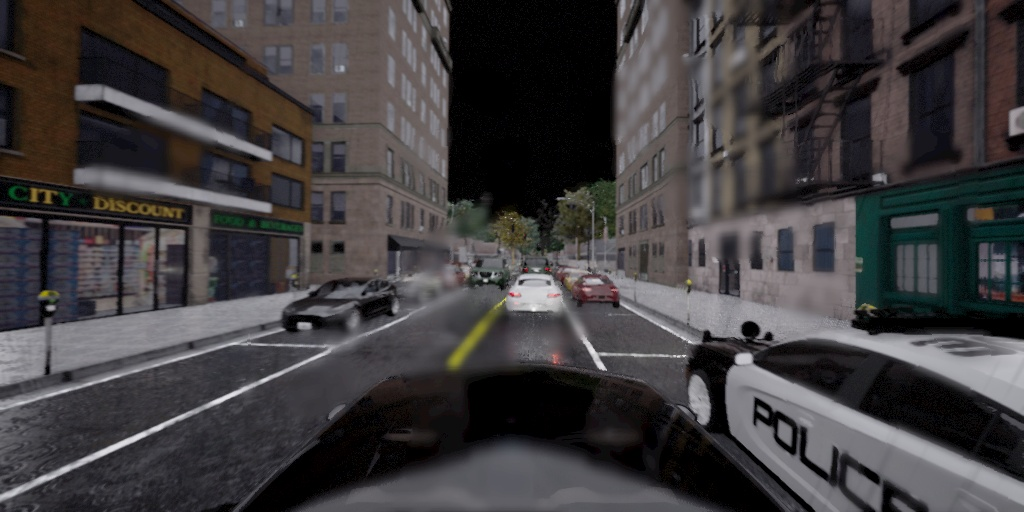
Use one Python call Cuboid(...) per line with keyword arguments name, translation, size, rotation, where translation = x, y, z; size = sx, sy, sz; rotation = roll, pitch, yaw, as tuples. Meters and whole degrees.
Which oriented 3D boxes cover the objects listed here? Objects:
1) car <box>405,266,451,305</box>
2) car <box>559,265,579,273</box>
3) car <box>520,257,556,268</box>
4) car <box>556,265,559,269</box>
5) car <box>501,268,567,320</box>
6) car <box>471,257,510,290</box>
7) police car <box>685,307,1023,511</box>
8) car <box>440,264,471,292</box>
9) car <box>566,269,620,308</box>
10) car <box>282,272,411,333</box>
Cuboid(name="car", translation=(-4.437, 1.347, 16.315), size=(2.007, 1.370, 4.403), rotation=(0, 0, 4))
Cuboid(name="car", translation=(3.980, 1.429, 21.408), size=(1.751, 1.417, 4.829), rotation=(0, 0, 4))
Cuboid(name="car", translation=(1.762, 1.125, 25.813), size=(2.150, 2.045, 5.566), rotation=(0, -2, 4))
Cuboid(name="car", translation=(4.369, 1.487, 26.742), size=(1.888, 1.381, 4.507), rotation=(0, 0, 4))
Cuboid(name="car", translation=(0.827, 1.349, 13.011), size=(1.812, 1.442, 4.674), rotation=(0, 0, 4))
Cuboid(name="car", translation=(-1.348, 1.092, 23.642), size=(2.150, 2.045, 5.566), rotation=(0, 0, 4))
Cuboid(name="police car", translation=(2.991, 1.207, 2.635), size=(1.930, 1.638, 5.238), rotation=(0, 0, 4))
Cuboid(name="car", translation=(-4.036, 1.275, 21.819), size=(1.967, 1.591, 4.097), rotation=(0, 0, 4))
Cuboid(name="car", translation=(3.567, 1.447, 15.735), size=(1.802, 1.307, 4.207), rotation=(0, 0, 4))
Cuboid(name="car", translation=(-4.838, 1.326, 10.812), size=(1.948, 1.339, 4.313), rotation=(0, 0, 4))
